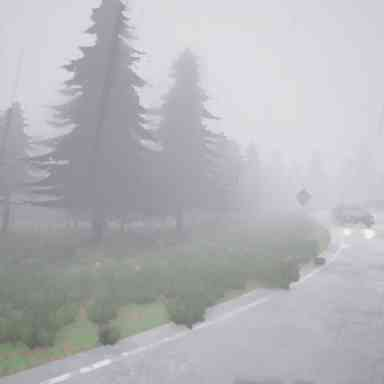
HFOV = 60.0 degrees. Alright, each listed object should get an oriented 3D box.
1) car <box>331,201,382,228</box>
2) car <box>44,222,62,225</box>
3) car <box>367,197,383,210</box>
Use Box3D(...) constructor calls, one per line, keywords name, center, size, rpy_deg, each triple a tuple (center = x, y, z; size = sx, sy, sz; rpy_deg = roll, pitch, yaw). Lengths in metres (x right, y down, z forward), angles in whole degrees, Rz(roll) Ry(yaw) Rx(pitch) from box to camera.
Box3D(name="car", center=(10.713, 1.495, 22.557), size=(2.033, 1.411, 5.357), rpy_deg=(2, 1, 14))
Box3D(name="car", center=(-34.760, 7.687, 83.385), size=(4.193, 1.474, 1.816), rpy_deg=(4, 2, -18))
Box3D(name="car", center=(23.362, 1.421, 41.936), size=(1.882, 1.535, 5.008), rpy_deg=(-2, -1, 44))
